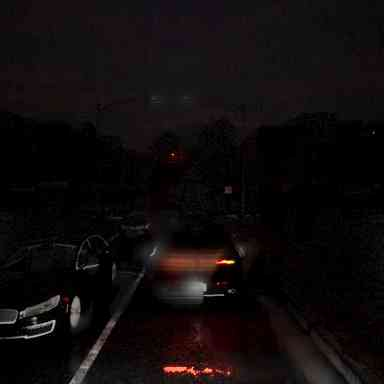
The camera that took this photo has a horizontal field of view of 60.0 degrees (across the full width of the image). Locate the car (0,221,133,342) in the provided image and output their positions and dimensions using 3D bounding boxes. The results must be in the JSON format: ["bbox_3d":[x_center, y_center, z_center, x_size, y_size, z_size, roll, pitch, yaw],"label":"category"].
[{"bbox_3d":[-2.653,1.549,6.568,2.008,1.369,4.403,-2,0,0],"label":"car"}]

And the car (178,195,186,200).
[{"bbox_3d":[-2.569,1.442,88.560,2.008,1.369,4.403,-1,0,0],"label":"car"}]

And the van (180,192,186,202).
[{"bbox_3d":[-2.599,1.369,66.396,1.690,1.788,3.998,-1,0,0],"label":"van"}]

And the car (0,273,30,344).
[{"bbox_3d":[-2.658,1.550,1.120,2.008,1.369,4.403,-2,0,0],"label":"car"}]

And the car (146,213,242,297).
[{"bbox_3d":[0.111,1.503,8.521,1.837,1.490,4.892,0,0,0],"label":"car"}]

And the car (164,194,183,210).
[{"bbox_3d":[-2.623,1.489,44.240,1.967,1.590,4.097,-2,0,0],"label":"car"}]

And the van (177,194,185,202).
[{"bbox_3d":[-2.587,1.313,77.476,1.690,1.788,3.998,-1,0,0],"label":"van"}]

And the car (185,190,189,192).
[{"bbox_3d":[-2.566,1.145,94.110,2.192,1.841,5.009,-1,1,0],"label":"car"}]

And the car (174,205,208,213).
[{"bbox_3d":[0.147,1.604,18.652,1.895,1.301,4.718,0,0,1],"label":"car"}]

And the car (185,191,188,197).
[{"bbox_3d":[-2.595,1.318,71.940,2.192,1.841,5.009,-1,0,0],"label":"car"}]

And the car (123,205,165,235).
[{"bbox_3d":[-2.642,1.584,17.463,1.802,1.307,4.206,-2,0,0],"label":"car"}]
